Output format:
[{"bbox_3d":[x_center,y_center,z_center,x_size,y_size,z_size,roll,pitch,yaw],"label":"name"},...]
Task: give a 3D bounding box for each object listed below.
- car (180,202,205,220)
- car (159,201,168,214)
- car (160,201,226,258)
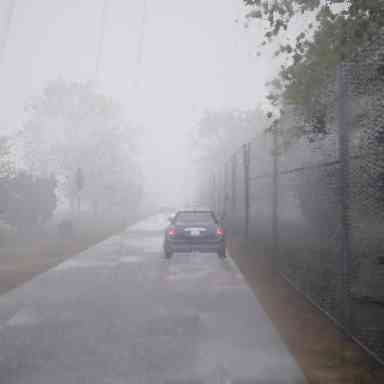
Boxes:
[{"bbox_3d":[0.032,1.687,30.899,2.128,1.511,4.902,0,-1,0],"label":"car"},{"bbox_3d":[-2.961,1.876,40.401,1.812,1.442,4.674,0,-1,0],"label":"car"},{"bbox_3d":[0.099,1.374,12.996,2.097,1.767,4.553,0,0,0],"label":"car"}]
